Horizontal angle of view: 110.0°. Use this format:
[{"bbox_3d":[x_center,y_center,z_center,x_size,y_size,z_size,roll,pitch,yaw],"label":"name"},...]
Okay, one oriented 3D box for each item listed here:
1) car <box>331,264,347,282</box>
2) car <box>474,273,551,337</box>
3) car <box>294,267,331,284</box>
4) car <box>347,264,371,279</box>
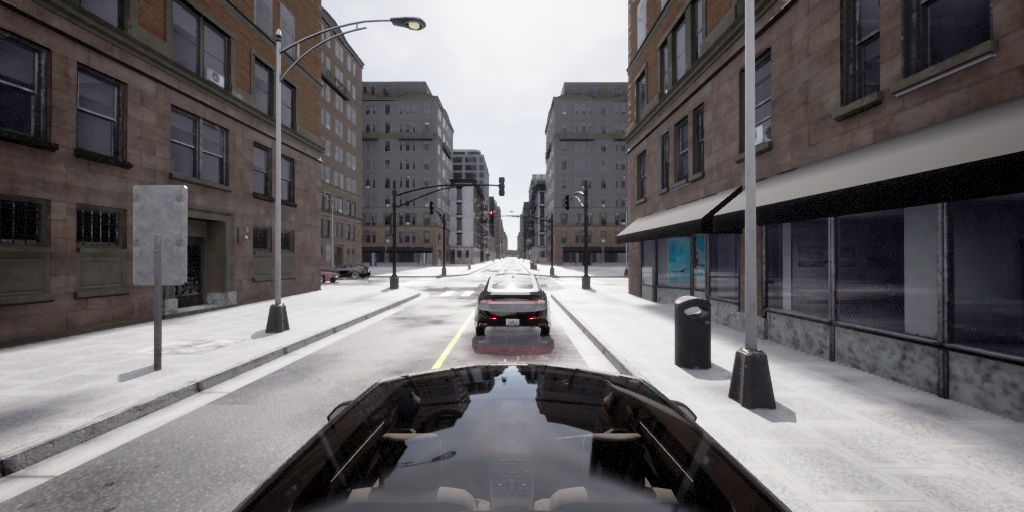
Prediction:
[{"bbox_3d":[-14.735,1.300,26.075,4.181,1.385,1.994,0,0,0],"label":"car"},{"bbox_3d":[0.024,1.242,10.341,2.128,1.511,4.902,0,0,0],"label":"car"},{"bbox_3d":[-14.707,1.289,23.531,4.313,1.339,1.948,0,0,0],"label":"car"},{"bbox_3d":[-14.677,1.330,31.557,4.313,1.339,1.948,0,0,0],"label":"car"}]
